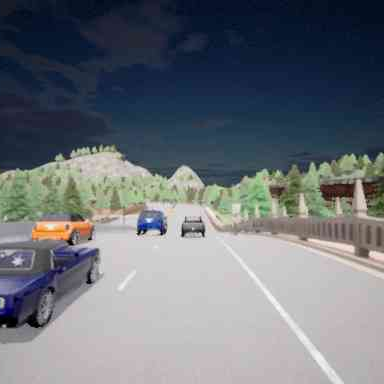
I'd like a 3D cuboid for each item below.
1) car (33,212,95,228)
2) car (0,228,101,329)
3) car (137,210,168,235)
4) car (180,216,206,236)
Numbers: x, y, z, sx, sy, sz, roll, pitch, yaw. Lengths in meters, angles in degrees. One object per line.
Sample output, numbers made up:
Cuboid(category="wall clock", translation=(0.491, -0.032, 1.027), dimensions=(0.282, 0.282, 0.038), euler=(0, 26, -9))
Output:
Cuboid(category="car", translation=(-6.895, 1.920, 18.367), dimensions=(2.097, 1.767, 4.553), euler=(0, -4, 0))
Cuboid(category="car", translation=(-3.397, 1.685, 7.047), dimensions=(1.895, 1.301, 4.718), euler=(0, -1, 0))
Cuboid(category="car", translation=(-3.393, 2.687, 29.049), dimensions=(2.150, 2.045, 5.566), euler=(0, -6, 0))
Cuboid(category="car", translation=(0.098, 2.715, 26.523), dimensions=(2.128, 1.511, 4.902), euler=(0, -6, 0))
